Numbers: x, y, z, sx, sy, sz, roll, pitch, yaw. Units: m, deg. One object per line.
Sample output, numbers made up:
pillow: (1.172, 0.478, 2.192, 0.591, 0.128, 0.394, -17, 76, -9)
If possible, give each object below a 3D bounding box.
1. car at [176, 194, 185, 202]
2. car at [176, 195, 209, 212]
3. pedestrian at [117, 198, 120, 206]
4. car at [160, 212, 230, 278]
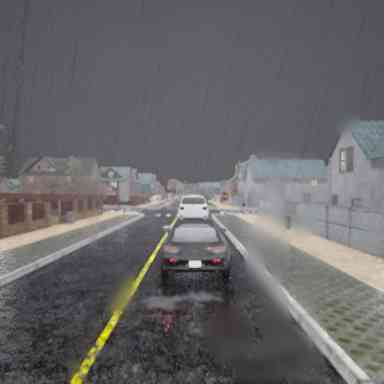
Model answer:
car: (-2.751, 1.510, 82.265, 2.097, 1.767, 4.553, 0, 0, 0)
car: (0.095, 1.273, 25.031, 2.150, 2.045, 5.566, 0, 0, 0)
pedestrian: (-9.683, 1.345, 44.063, 0.500, 1.100, 0.500, 0, 0, 1)
car: (0.099, 1.546, 10.150, 1.812, 1.442, 4.674, 0, 0, 1)
